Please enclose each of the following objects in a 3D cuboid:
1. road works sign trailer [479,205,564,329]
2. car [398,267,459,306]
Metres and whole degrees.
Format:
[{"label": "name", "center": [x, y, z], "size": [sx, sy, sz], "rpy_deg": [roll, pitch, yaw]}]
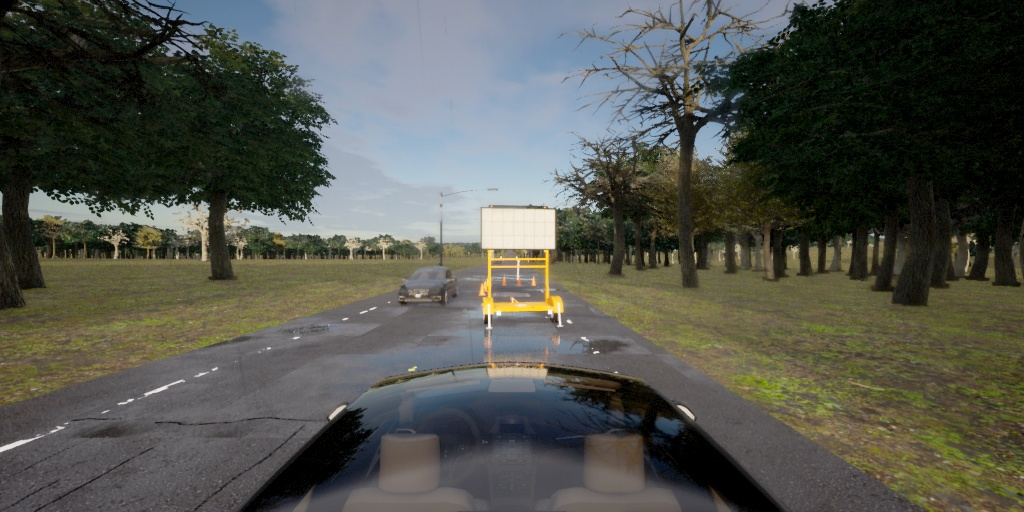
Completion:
[{"label": "road works sign trailer", "center": [0.182, 0.211, 11.364], "size": [2.380, 3.560, 2.880], "rpy_deg": [0, 0, -8]}, {"label": "car", "center": [-3.519, 1.251, 15.820], "size": [1.837, 1.490, 4.892], "rpy_deg": [0, 0, 0]}]
